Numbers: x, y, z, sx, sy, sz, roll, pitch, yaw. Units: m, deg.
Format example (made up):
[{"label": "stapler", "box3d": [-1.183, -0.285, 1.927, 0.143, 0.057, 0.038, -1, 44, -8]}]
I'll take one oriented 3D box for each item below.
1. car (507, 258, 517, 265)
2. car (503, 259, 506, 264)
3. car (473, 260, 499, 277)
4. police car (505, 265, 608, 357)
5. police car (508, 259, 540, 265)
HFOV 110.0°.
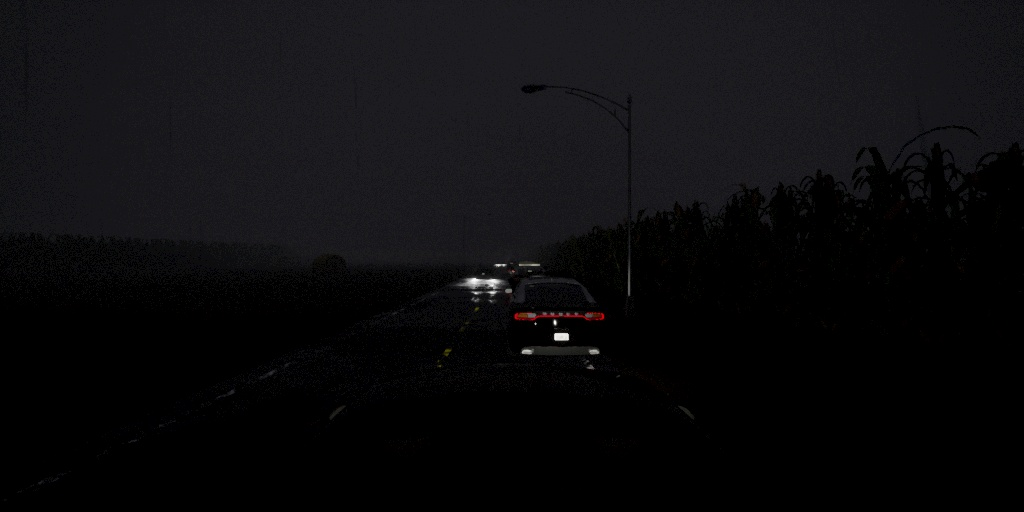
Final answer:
[{"label": "car", "box3d": [0.926, 1.084, 24.568, 2.097, 1.767, 4.553, 0, 0, 0]}, {"label": "car", "box3d": [0.275, 1.179, 51.222, 2.128, 1.511, 4.902, 0, 0, 1]}, {"label": "car", "box3d": [-2.607, 1.320, 34.799, 1.895, 1.301, 4.718, 0, 0, 0]}, {"label": "police car", "box3d": [0.858, 1.173, 8.709, 1.930, 1.638, 5.238, 0, 0, 0]}, {"label": "police car", "box3d": [0.901, 1.166, 18.709, 1.930, 1.638, 5.238, 0, 0, 0]}]
